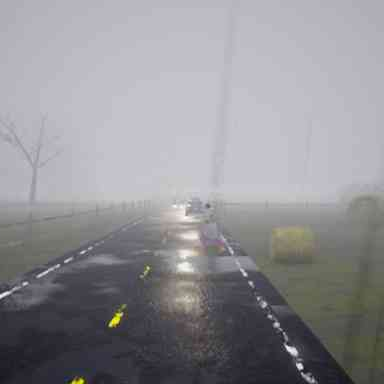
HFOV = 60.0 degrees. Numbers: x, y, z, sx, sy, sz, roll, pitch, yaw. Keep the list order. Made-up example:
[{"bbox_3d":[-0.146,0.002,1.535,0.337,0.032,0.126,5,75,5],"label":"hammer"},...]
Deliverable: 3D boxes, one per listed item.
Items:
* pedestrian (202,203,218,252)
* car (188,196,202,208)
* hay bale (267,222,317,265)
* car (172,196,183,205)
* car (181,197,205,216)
[{"bbox_3d":[0.656,1.277,12.144,0.375,1.860,0.375,-1,1,4],"label":"pedestrian"},{"bbox_3d":[0.444,1.427,47.482,1.882,1.535,5.008,0,0,1],"label":"car"},{"bbox_3d":[3.223,1.640,10.851,1.220,1.180,1.240,1,1,0],"label":"hay bale"},{"bbox_3d":[-2.366,1.436,58.222,2.128,1.511,4.902,0,0,1],"label":"car"},{"bbox_3d":[0.332,1.509,31.529,2.033,1.411,5.357,0,0,1],"label":"car"}]
